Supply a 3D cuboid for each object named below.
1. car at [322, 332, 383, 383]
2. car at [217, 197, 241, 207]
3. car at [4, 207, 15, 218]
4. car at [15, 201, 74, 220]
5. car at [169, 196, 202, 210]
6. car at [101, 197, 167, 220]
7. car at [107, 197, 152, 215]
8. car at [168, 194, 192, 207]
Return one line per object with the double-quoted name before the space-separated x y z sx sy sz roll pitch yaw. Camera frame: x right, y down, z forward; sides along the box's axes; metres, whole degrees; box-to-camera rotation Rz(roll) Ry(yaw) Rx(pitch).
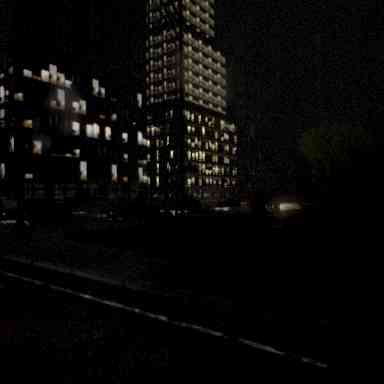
"car" 3.122 1.489 1.458 4.902 1.511 2.128 0 0 35
"car" 5.797 1.581 52.278 1.882 1.535 5.008 -1 -1 37
"car" -14.641 1.612 30.684 2.128 1.511 4.902 -1 -1 37
"car" -12.287 1.635 28.404 1.994 1.385 4.181 -1 -1 37
"car" -0.495 1.619 44.018 1.812 1.442 4.674 -1 -1 37
"car" -4.678 1.451 27.449 1.882 1.535 5.008 -1 -1 37
"car" -6.681 1.434 35.839 2.097 1.767 4.553 -1 -1 37
"car" -1.995 1.367 47.427 2.150 2.045 5.566 -1 -1 38
